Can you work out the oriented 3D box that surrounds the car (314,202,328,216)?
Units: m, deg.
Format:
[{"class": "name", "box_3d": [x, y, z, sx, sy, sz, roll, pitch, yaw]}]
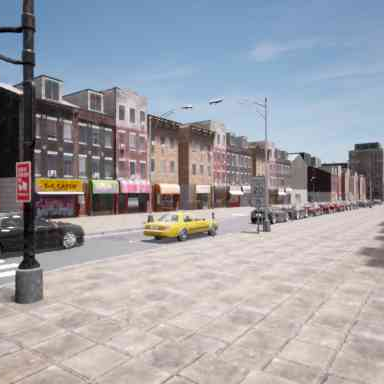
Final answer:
[{"class": "car", "box_3d": [12.568, 1.819, 35.080, 1.802, 1.307, 4.206, -1, -1, 35]}]

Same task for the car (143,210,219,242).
[{"class": "car", "box_3d": [-0.360, 1.597, 16.870, 1.752, 1.417, 4.829, -1, -1, 35]}]

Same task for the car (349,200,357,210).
[{"class": "car", "box_3d": [22.337, 1.950, 48.843, 2.008, 1.369, 4.403, -1, -1, 35]}]

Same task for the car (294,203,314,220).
[{"class": "car", "box_3d": [9.311, 1.741, 30.494, 2.008, 1.369, 4.403, -1, -1, 35]}]

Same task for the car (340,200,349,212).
[{"class": "car", "box_3d": [19.079, 1.782, 44.257, 1.967, 1.590, 4.097, -1, -1, 35]}]

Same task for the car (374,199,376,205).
[{"class": "car", "box_3d": [35.362, 2.210, 67.191, 1.887, 1.381, 4.507, -1, -2, 35]}]

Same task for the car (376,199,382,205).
[{"class": "car", "box_3d": [45.131, 2.458, 80.951, 2.008, 1.369, 4.403, -2, -2, 35]}]

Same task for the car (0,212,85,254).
[{"class": "car", "box_3d": [-6.474, 1.546, 12.647, 1.837, 1.490, 4.892, 2, 1, 39]}]

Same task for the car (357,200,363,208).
[{"class": "car", "box_3d": [25.593, 2.011, 53.430, 2.008, 1.369, 4.403, -1, -1, 35]}]

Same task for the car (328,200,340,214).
[{"class": "car", "box_3d": [15.824, 1.833, 39.668, 1.887, 1.381, 4.507, -1, -1, 35]}]

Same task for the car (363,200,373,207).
[{"class": "car", "box_3d": [32.107, 2.145, 62.605, 2.008, 1.369, 4.403, -1, -1, 35]}]

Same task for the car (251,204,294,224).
[{"class": "car", "box_3d": [6.055, 1.713, 25.906, 1.947, 1.339, 4.313, -1, -1, 35]}]
